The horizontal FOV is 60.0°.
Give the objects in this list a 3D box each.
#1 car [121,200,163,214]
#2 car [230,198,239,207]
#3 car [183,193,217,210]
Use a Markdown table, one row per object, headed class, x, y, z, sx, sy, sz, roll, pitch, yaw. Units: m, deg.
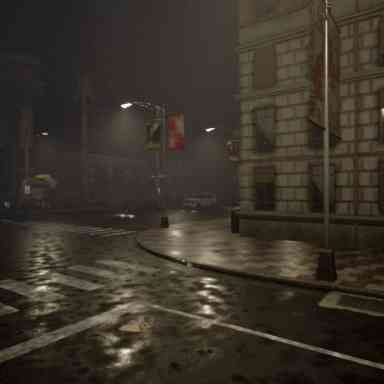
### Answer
| class | x | y | z | sx | sy | sz | roll | pitch | yaw |
| --- | --- | --- | --- | --- | --- | --- | --- | --- | --- |
| car | -5.027 | 1.547 | 35.640 | 2.033 | 1.411 | 5.357 | 0 | 0 | 36 |
| car | 7.922 | 1.478 | 51.655 | 5.008 | 1.535 | 1.882 | 0 | 0 | -43 |
| car | 1.092 | 1.222 | 43.890 | 2.150 | 2.045 | 5.566 | 0 | 0 | 37 |
